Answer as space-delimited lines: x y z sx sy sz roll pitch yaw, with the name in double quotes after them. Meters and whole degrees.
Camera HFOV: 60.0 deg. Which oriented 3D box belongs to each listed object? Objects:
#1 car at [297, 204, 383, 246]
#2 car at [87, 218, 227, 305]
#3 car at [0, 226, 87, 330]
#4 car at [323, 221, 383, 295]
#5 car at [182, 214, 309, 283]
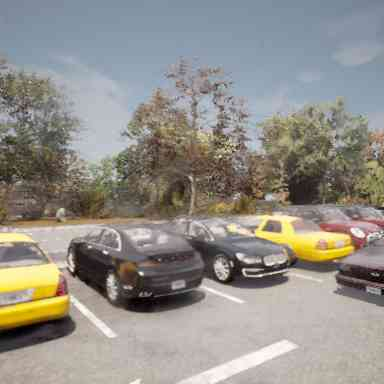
7.369 1.357 14.740 2.185 1.767 4.553 0 0 -35 "car"
-1.650 1.482 8.261 2.231 1.521 4.892 0 0 -35 "car"
-4.021 1.477 6.805 1.946 1.575 5.366 0 0 -36 "car"
5.723 1.556 8.147 5.357 1.411 2.033 0 0 -36 "car"
0.603 1.482 9.883 2.231 1.521 4.892 0 0 -35 "car"
